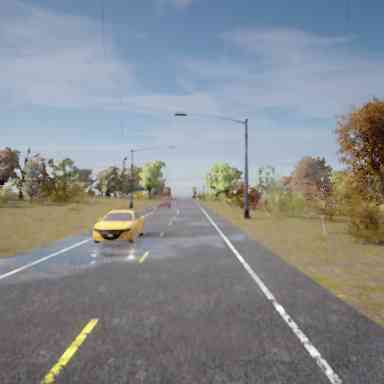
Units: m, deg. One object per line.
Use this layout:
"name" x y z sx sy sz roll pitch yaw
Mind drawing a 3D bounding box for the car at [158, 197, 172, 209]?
"car" -4.838 1.894 58.790 2.150 2.045 5.566 0 -1 -6

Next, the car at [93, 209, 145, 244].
"car" -3.607 1.666 17.163 1.882 1.535 5.008 0 -1 0
